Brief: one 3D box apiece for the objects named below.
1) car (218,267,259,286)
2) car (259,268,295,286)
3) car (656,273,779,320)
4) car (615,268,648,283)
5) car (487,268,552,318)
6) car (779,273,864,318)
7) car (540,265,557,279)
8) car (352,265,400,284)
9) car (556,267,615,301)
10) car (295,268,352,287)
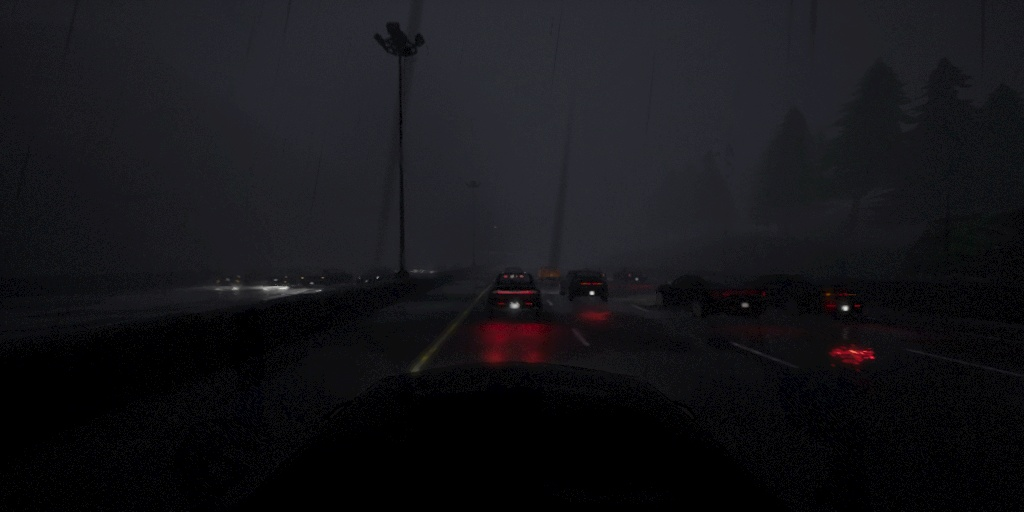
[{"bbox_3d":[-21.056,1.609,28.603,1.994,1.385,4.181,0,-1,0],"label":"car"},{"bbox_3d":[-17.557,1.612,28.625,1.994,1.385,4.181,0,-1,0],"label":"car"},{"bbox_3d":[7.106,1.369,13.390,1.882,1.535,5.008,0,-1,0],"label":"car"},{"bbox_3d":[10.645,1.719,32.765,1.895,1.301,4.718,0,-1,0],"label":"car"},{"bbox_3d":[0.106,1.379,13.625,2.128,1.511,4.902,0,-1,0],"label":"car"},{"bbox_3d":[10.607,1.406,13.812,1.837,1.490,4.892,0,0,0],"label":"car"},{"bbox_3d":[3.650,1.622,35.482,1.882,1.535,5.008,0,-1,0],"label":"car"},{"bbox_3d":[-10.558,1.576,28.383,1.812,1.442,4.674,0,-1,0],"label":"car"},{"bbox_3d":[3.621,1.453,18.610,1.837,1.490,4.892,0,-1,0],"label":"car"},{"bbox_3d":[-14.061,1.638,27.424,1.895,1.301,4.718,0,-1,0],"label":"car"}]
